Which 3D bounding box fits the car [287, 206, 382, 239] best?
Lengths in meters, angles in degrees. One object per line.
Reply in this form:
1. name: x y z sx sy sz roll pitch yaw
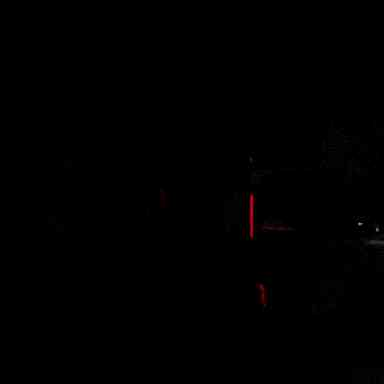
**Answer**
1. car: 7.303 1.491 17.554 2.128 1.511 4.902 0 0 -33
